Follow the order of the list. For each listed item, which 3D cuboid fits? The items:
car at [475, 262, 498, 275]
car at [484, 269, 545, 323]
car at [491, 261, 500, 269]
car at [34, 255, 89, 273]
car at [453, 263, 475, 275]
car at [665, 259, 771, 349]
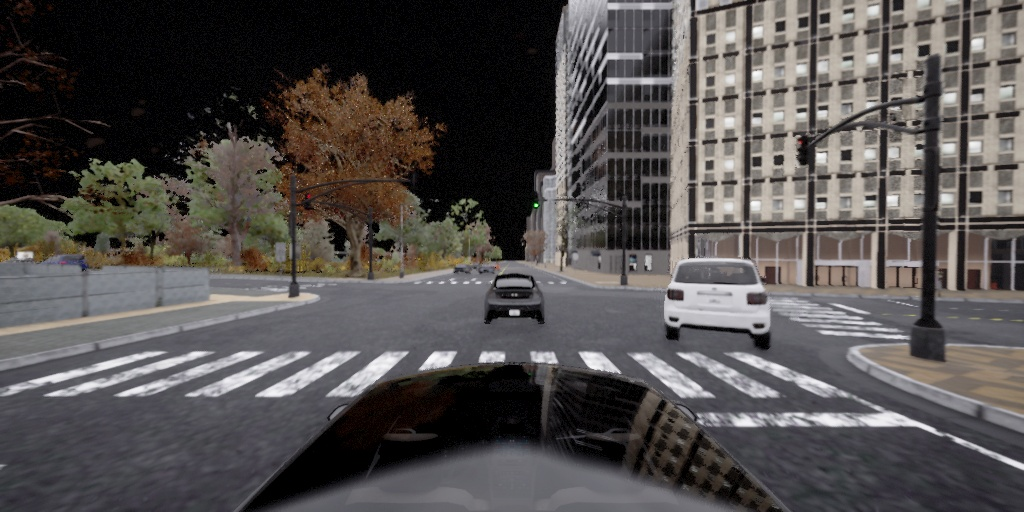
[{"bbox_3d":[-3.327,1.784,47.739,1.994,1.385,4.181,0,-1,0],"label":"car"},{"bbox_3d":[0.083,1.362,12.515,1.837,1.490,4.892,0,0,0],"label":"car"},{"bbox_3d":[-3.280,1.744,63.465,2.097,1.767,4.553,0,-1,0],"label":"car"},{"bbox_3d":[-48.577,0.890,38.886,5.566,2.045,2.150,0,1,22],"label":"car"},{"bbox_3d":[-6.579,1.767,47.674,2.033,1.411,5.357,0,-1,0],"label":"car"},{"bbox_3d":[5.686,1.137,10.036,2.150,2.045,5.566,0,-2,30],"label":"car"}]
